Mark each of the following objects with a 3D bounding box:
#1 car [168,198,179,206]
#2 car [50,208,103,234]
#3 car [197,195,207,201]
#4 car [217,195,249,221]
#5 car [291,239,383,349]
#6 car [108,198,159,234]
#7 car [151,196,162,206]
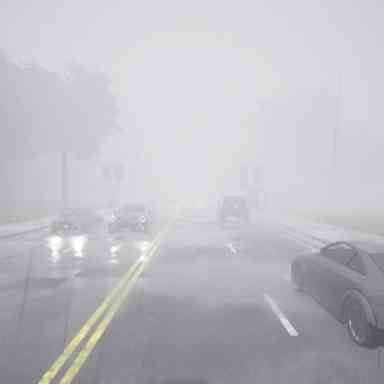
[{"bbox_3d":[-3.317,1.774,59.771,1.895,1.301,4.718,0,0,1],"label":"car"},{"bbox_3d":[-6.610,1.610,19.422,1.994,1.385,4.181,0,0,0],"label":"car"},{"bbox_3d":[3.198,1.855,94.299,2.163,1.488,4.792,0,0,0],"label":"car"},{"bbox_3d":[3.335,1.289,27.731,2.150,2.045,5.566,0,0,0],"label":"car"},{"bbox_3d":[3.342,1.579,6.283,1.994,1.385,4.181,0,0,0],"label":"car"},{"bbox_3d":[-3.359,1.398,19.249,2.097,1.767,4.553,0,0,0],"label":"car"},{"bbox_3d":[-6.572,1.525,59.858,2.097,1.767,4.553,0,0,0],"label":"car"}]
